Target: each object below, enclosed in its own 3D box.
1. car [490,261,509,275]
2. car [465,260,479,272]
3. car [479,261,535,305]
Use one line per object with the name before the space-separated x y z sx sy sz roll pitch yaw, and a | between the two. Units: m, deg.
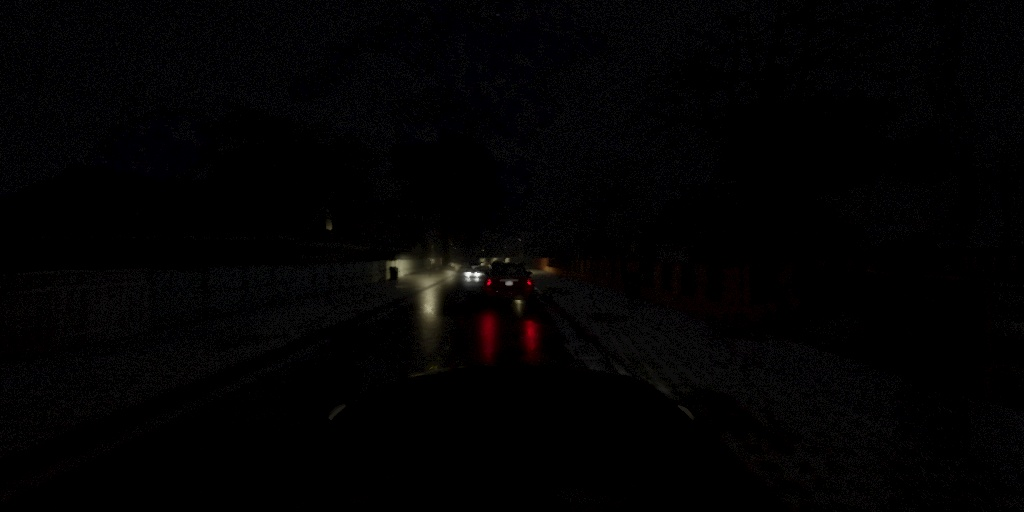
car | -1.445 1.256 38.942 1.812 1.442 4.674 0 0 -5
car | -4.960 1.232 46.675 2.128 1.511 4.902 0 0 -5
car | -0.171 1.089 16.061 2.097 1.767 4.553 0 0 -2
